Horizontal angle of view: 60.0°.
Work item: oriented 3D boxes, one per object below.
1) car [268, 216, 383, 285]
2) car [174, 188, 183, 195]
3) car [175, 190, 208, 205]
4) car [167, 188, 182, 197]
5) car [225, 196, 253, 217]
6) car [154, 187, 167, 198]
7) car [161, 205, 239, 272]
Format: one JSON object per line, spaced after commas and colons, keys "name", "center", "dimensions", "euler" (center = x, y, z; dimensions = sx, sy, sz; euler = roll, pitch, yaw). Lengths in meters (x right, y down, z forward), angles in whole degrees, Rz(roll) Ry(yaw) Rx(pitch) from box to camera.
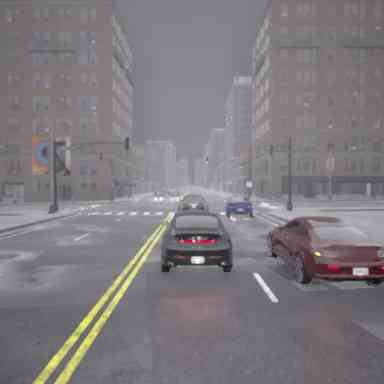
{"name": "car", "center": [3.356, 1.368, 8.918], "dimensions": [1.812, 1.442, 4.674], "euler": [0, 1, 0]}
{"name": "car", "center": [-3.267, -0.104, 81.770], "dimensions": [2.097, 1.767, 4.553], "euler": [0, 1, 0]}
{"name": "car", "center": [0.104, 0.931, 24.139], "dimensions": [2.097, 1.767, 4.553], "euler": [0, 1, 0]}
{"name": "car", "center": [-3.285, 0.319, 66.460], "dimensions": [2.128, 1.511, 4.902], "euler": [0, 1, 0]}
{"name": "car", "center": [3.614, 1.028, 25.619], "dimensions": [1.882, 1.535, 5.008], "euler": [0, 1, 6]}
{"name": "car", "center": [-6.535, 0.319, 66.462], "dimensions": [2.128, 1.511, 4.902], "euler": [0, 1, 0]}
{"name": "car", "center": [0.106, 1.323, 10.132], "dimensions": [1.837, 1.490, 4.892], "euler": [0, 0, -1]}
